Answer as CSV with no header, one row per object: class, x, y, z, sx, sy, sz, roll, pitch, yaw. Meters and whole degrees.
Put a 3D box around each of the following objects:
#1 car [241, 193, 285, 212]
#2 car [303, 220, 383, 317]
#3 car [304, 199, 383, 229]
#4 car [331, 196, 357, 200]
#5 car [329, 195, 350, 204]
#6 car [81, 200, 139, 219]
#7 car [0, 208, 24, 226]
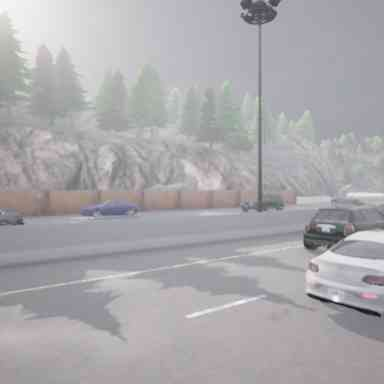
car,7.788,1.156,36.236,5.566,2.045,2.150,0,0,-39
car,4.244,1.507,6.891,4.674,1.442,1.812,0,0,-37
car,6.344,1.320,12.800,4.553,1.767,2.097,0,0,-37
car,15.920,1.422,33.848,4.892,1.490,1.837,0,0,-40
car,25.866,1.256,58.233,1.882,1.535,5.008,0,0,41
car,-7.137,1.456,29.171,5.008,1.535,1.882,0,0,-37
car,-11.486,1.496,17.327,4.902,1.511,2.128,0,0,-36
